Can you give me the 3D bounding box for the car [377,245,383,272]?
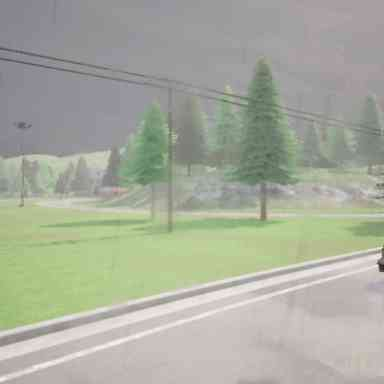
[{"bbox_3d":[7.053,1.526,8.888,5.357,1.411,2.033,0,0,-35],"label":"car"}]
